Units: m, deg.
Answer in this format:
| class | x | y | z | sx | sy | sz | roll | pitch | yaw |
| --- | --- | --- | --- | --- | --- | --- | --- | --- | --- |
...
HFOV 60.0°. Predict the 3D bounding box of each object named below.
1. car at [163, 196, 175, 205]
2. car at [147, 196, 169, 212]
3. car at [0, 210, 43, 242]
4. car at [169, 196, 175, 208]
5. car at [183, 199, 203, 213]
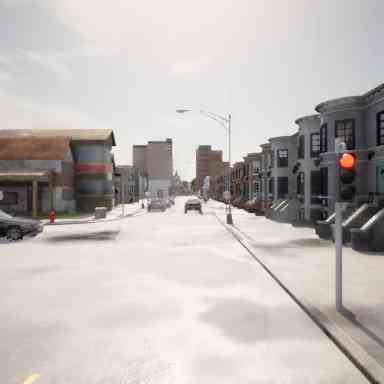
| class | x | y | z | sx | sy | sz | roll | pitch | yaw |
| --- | --- | --- | --- | --- | --- | --- | --- | --- | --- |
| car | -4.041 | 1.525 | 58.792 | 1.812 | 1.442 | 4.674 | 0 | 0 | 1 |
| car | -4.090 | 1.505 | 39.237 | 1.837 | 1.490 | 4.892 | 0 | 0 | 0 |
| car | -9.574 | 1.526 | 15.822 | 4.674 | 1.442 | 1.812 | 0 | 0 | -1 |
| car | -4.079 | 1.547 | 48.987 | 2.033 | 1.411 | 5.357 | 0 | 0 | 0 |
| car | 0.122 | 1.506 | 37.233 | 1.837 | 1.490 | 4.892 | 0 | 0 | 0 |
